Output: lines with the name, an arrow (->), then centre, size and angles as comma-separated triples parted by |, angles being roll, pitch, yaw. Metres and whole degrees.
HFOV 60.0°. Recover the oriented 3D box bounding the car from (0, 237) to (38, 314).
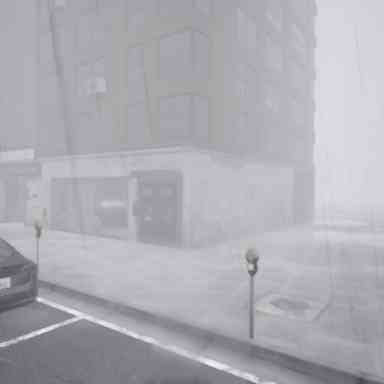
car -> -4.701, 1.455, 6.435 | 4.313, 1.339, 1.947 | 1, 1, 36
